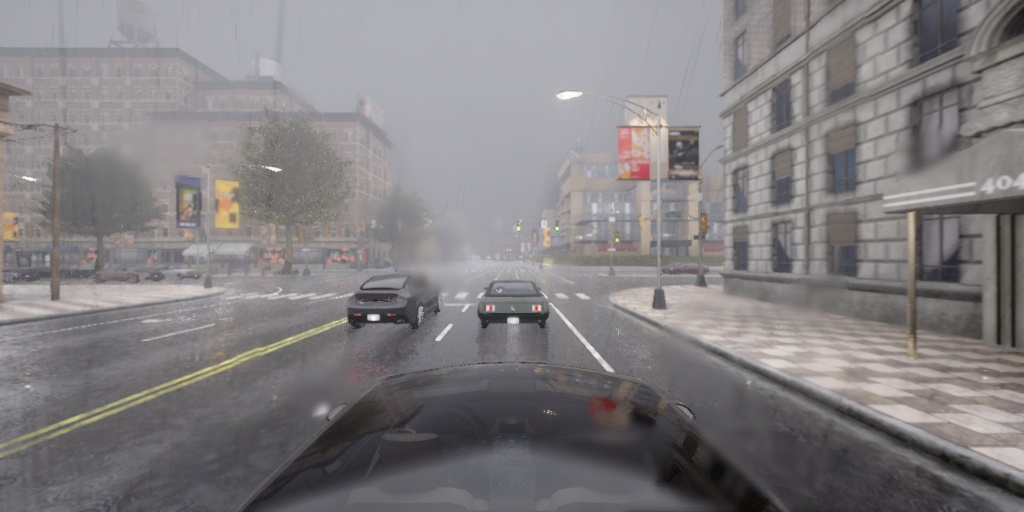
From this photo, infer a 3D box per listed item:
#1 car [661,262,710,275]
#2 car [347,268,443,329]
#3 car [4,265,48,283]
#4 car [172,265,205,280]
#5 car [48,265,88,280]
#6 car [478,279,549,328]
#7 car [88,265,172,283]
[{"bbox_3d":[19.561,1.412,40.092,4.674,1.442,1.812,0,0,0],"label":"car"},{"bbox_3d":[-3.462,1.292,11.388,1.837,1.490,4.892,0,0,0],"label":"car"},{"bbox_3d":[-40.406,1.422,28.452,4.181,1.385,1.994,0,0,0],"label":"car"},{"bbox_3d":[-30.338,1.469,31.943,4.718,1.301,1.895,0,0,0],"label":"car"},{"bbox_3d":[-40.501,1.472,31.953,4.718,1.301,1.895,0,0,0],"label":"car"},{"bbox_3d":[0.039,1.387,11.487,1.895,1.301,4.718,0,0,0],"label":"car"},{"bbox_3d":[-30.209,1.419,28.443,4.181,1.385,1.994,0,0,0],"label":"car"}]
